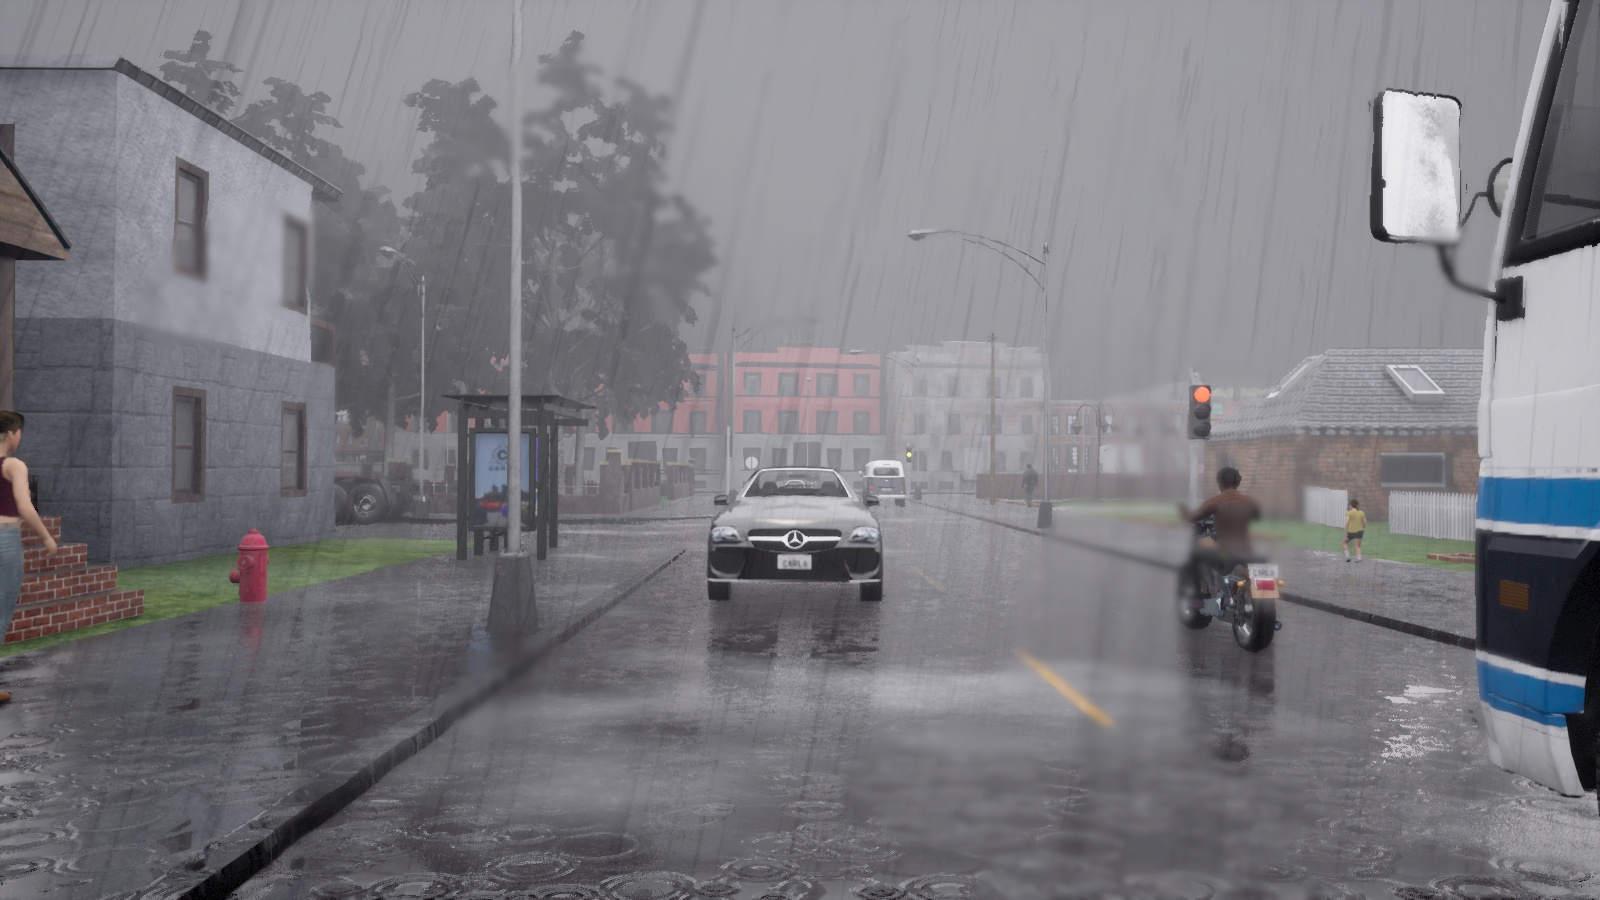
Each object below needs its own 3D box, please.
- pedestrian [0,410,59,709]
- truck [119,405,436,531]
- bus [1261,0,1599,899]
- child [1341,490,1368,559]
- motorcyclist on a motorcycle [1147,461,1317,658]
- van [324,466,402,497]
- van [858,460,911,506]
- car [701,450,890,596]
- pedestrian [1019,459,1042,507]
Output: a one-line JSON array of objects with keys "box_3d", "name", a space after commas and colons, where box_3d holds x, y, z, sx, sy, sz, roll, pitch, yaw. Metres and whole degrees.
[{"box_3d": [-5.049, 0.677, 7.895, 0.345, 1.836, 0.594, 0, -1, 14], "name": "pedestrian"}, {"box_3d": [-14.878, 0.500, 36.276, 7.936, 3.462, 2.891, 0, -1, -4], "name": "truck"}, {"box_3d": [3.998, -0.572, 0.333, 3.944, 4.253, 10.273, 0, -1, 0], "name": "bus"}, {"box_3d": [9.021, 1.210, 20.433, 0.255, 1.110, 0.394, 0, -1, -2], "name": "child"}, {"box_3d": [3.954, 0.946, 11.733, 0.766, 1.649, 2.350, 0, -1, 0], "name": "motorcyclist on a motorcycle"}, {"box_3d": [-28.225, 2.041, 81.259, 4.442, 1.987, 1.775, 0, -1, 0], "name": "van"}, {"box_3d": [3.804, 1.484, 57.362, 2.069, 2.038, 4.480, 0, -1, 0], "name": "van"}, {"box_3d": [-0.033, 0.875, 16.823, 2.152, 1.651, 5.027, 0, -1, 1], "name": "car"}, {"box_3d": [9.269, 1.327, 50.564, 0.563, 1.883, 0.849, 0, -1, -16], "name": "pedestrian"}]
